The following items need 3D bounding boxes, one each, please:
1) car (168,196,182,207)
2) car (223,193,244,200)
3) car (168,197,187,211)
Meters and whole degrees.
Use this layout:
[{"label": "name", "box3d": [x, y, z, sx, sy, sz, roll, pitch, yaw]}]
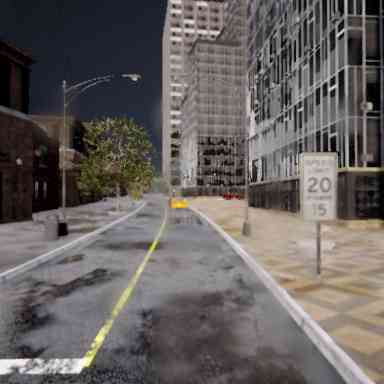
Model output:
[{"label": "car", "box3d": [-2.635, 1.434, 50.408, 1.812, 1.442, 4.674, 0, 0, -6]}, {"label": "car", "box3d": [9.955, 1.047, 80.511, 5.009, 1.841, 2.192, 0, -1, 12]}, {"label": "car", "box3d": [-1.622, 1.406, 40.217, 1.882, 1.535, 5.008, 0, 0, -5]}]
